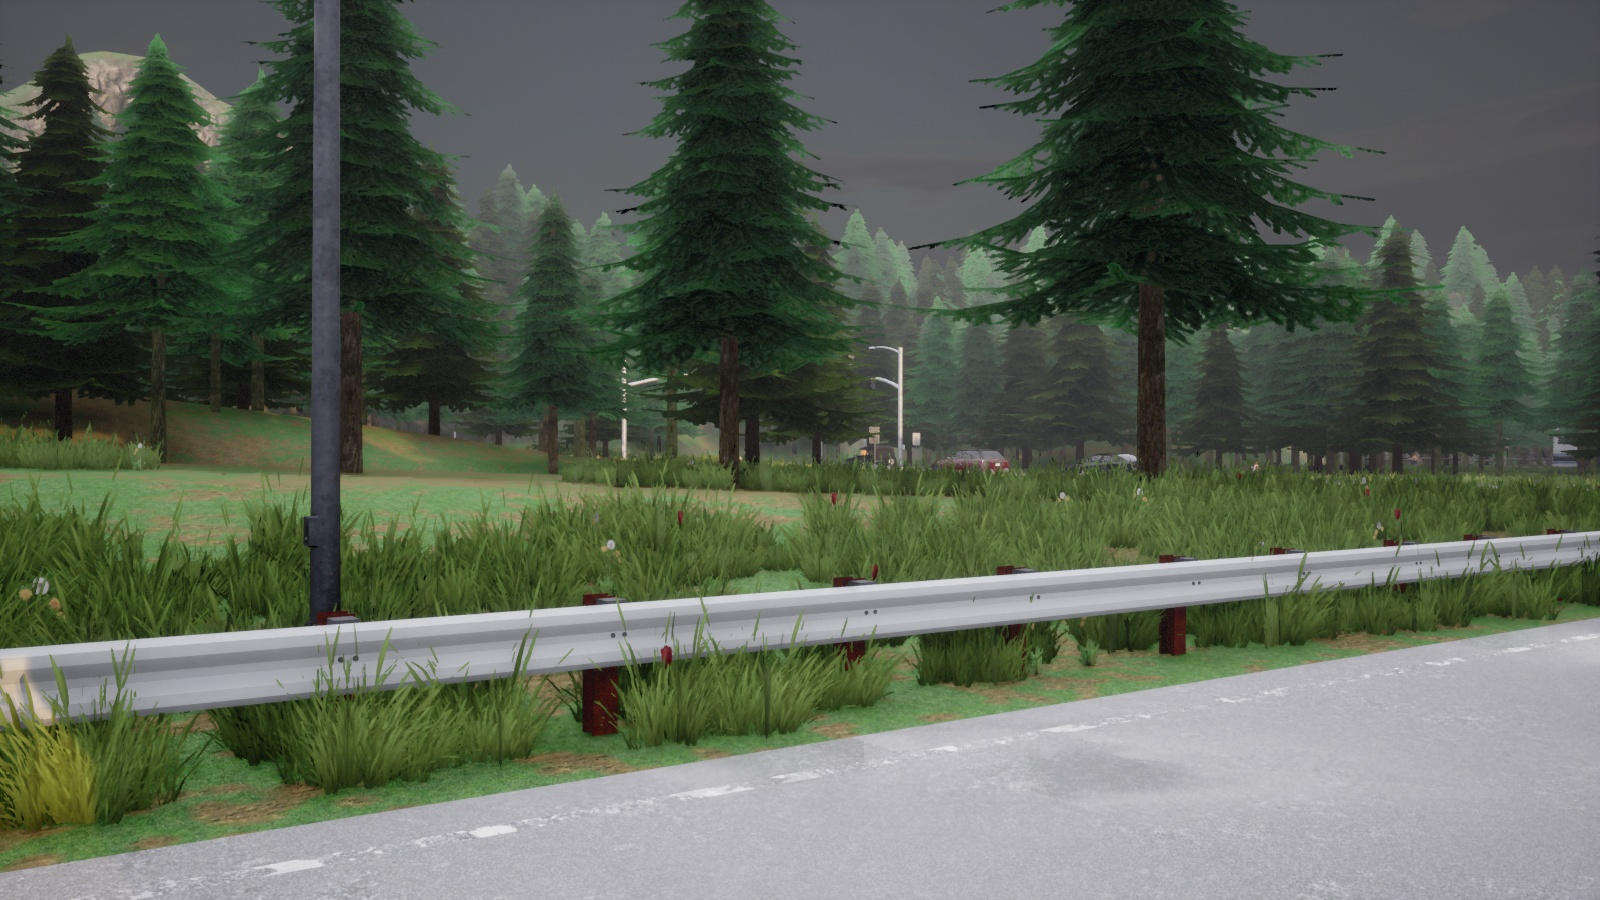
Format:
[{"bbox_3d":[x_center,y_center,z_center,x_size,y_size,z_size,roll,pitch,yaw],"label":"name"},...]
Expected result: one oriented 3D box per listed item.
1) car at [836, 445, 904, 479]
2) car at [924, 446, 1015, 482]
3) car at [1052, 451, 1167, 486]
[{"bbox_3d":[3.928,0.680,71.152,1.905,1.878,3.866,0,0,-34],"label":"car"},{"bbox_3d":[8.616,0.715,64.120,2.097,1.767,4.553,0,0,-34],"label":"car"},{"bbox_3d":[13.840,0.804,56.477,1.882,1.535,5.008,0,0,-35],"label":"car"}]
